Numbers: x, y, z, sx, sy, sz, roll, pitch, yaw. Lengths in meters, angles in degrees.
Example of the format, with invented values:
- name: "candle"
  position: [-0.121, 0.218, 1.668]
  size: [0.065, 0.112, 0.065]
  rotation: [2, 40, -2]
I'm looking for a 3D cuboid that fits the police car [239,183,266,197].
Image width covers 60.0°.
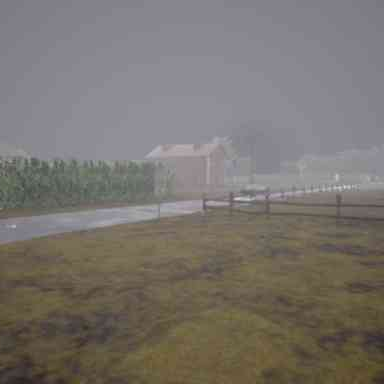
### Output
- name: "police car"
  position: [7.661, -0.285, 41.963]
  size: [1.930, 1.638, 5.238]
  rotation: [3, 4, 36]
